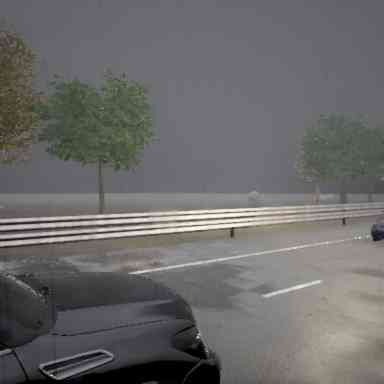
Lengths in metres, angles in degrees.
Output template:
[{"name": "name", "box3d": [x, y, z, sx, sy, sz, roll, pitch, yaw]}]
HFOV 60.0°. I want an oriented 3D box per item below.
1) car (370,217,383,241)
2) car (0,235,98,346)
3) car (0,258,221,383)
[{"name": "car", "box3d": [10.013, 1.523, 15.195, 4.181, 1.385, 1.994, 0, 0, -36]}, {"name": "car", "box3d": [-4.095, 1.602, 5.124, 4.718, 1.301, 1.895, 0, 0, -36]}, {"name": "car", "box3d": [-2.407, 1.224, 2.026, 5.566, 2.045, 2.150, 0, 0, -36]}]
